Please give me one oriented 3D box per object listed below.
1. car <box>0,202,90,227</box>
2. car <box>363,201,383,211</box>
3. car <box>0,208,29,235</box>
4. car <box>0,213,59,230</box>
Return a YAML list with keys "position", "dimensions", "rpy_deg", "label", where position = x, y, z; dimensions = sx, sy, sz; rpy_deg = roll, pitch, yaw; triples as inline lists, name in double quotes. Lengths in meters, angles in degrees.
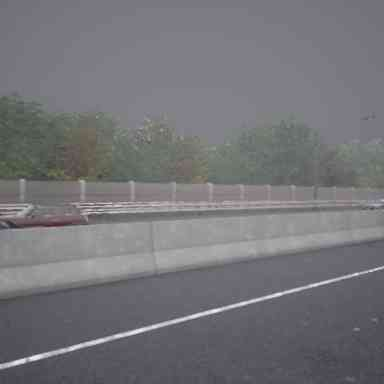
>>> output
- position: [-7.329, 1.358, 15.934]
  dimensions: [4.553, 1.767, 2.097]
  rpy_deg: [0, 0, -35]
  label: "car"
- position: [23.434, 1.769, 41.182]
  dimensions: [5.357, 1.411, 2.033]
  rpy_deg: [1, 0, -33]
  label: "car"
- position: [-11.307, 1.595, 17.412]
  dimensions: [4.718, 1.301, 1.895]
  rpy_deg: [0, 0, -35]
  label: "car"
- position: [-7.446, 1.597, 11.568]
  dimensions: [4.718, 1.301, 1.895]
  rpy_deg: [0, 0, -35]
  label: "car"
